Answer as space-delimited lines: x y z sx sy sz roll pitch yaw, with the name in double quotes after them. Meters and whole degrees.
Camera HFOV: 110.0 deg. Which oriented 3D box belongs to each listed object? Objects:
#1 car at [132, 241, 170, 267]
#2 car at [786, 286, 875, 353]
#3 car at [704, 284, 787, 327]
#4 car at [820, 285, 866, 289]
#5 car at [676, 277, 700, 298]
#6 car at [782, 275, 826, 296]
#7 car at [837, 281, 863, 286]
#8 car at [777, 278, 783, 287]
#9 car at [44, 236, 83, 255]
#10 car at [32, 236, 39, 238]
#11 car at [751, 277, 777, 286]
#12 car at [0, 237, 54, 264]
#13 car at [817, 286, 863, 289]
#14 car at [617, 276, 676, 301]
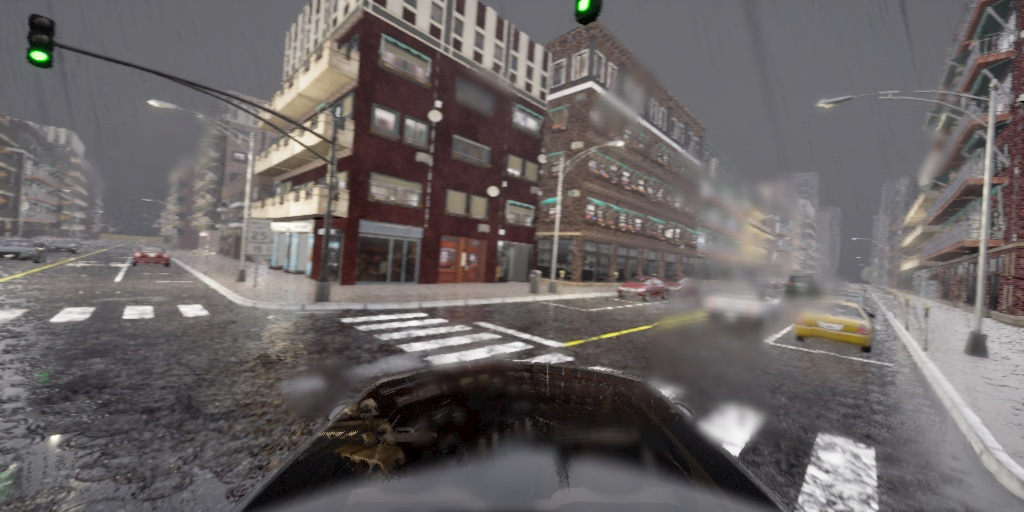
-26.365 -0.073 26.179 4.097 1.591 1.967 0 0 44 "car"
10.096 1.948 11.260 1.751 1.417 4.829 0 0 44 "car"
9.663 2.004 14.798 1.895 1.301 4.718 4 0 44 "car"
17.839 2.529 19.279 1.948 1.339 4.313 0 0 44 "car"
11.808 2.140 25.219 1.802 1.307 4.207 0 0 44 "car"
24.704 2.667 30.121 2.150 2.045 5.566 4 0 44 "car"
33.764 3.586 35.595 1.751 1.417 4.829 0 0 44 "car"
35.599 3.655 49.427 1.967 1.591 4.097 0 0 44 "car"
-43.620 -0.892 35.068 4.892 1.490 1.837 3 -1 44 "car"
-44.263 -1.028 31.940 4.829 1.417 1.751 0 0 44 "car"
31.641 3.503 45.388 1.948 1.339 4.313 0 0 44 "car"
-30.271 -0.272 21.993 4.181 1.385 1.994 3 -1 44 "car"
13.924 2.259 15.196 1.948 1.339 4.313 0 0 44 "car"
7.805 1.865 21.222 1.802 1.307 4.207 0 0 44 "car"
